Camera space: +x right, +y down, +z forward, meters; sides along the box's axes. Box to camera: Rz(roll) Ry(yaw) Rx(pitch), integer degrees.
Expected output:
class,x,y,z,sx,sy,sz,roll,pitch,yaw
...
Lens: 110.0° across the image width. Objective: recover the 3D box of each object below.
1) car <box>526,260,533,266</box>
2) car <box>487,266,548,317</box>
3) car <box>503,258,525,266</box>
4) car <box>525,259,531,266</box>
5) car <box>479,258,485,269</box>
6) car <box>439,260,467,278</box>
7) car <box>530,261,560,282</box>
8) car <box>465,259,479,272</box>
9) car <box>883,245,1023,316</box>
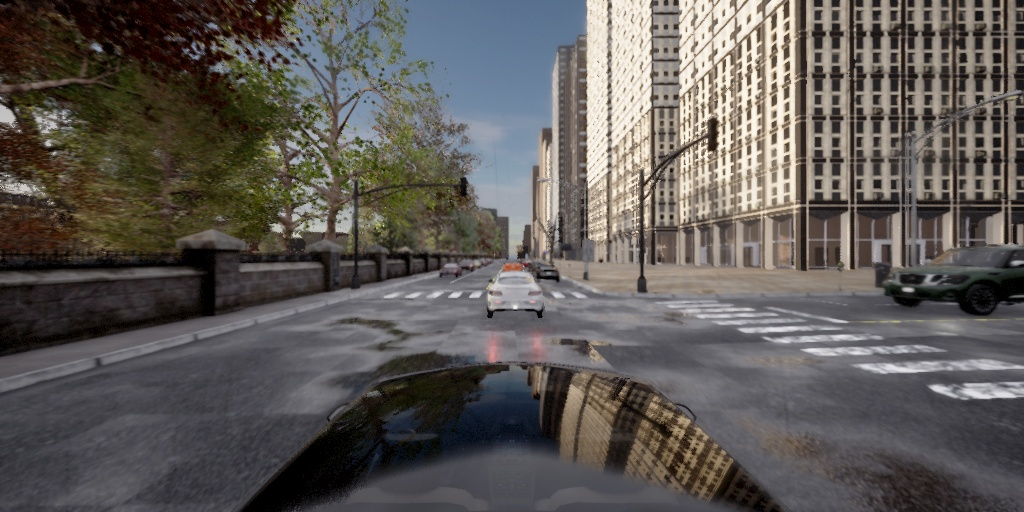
class,x,y,z,sx,sy,sz,roll,pitch,yaw
car,2.679,1.290,33.816,1.948,1.339,4.313,0,0,0
car,0.097,1.265,12.954,1.812,1.442,4.674,0,0,0
car,0.090,1.073,39.530,2.097,1.767,4.553,0,0,0
car,2.678,1.287,39.449,1.948,1.339,4.313,0,0,0
car,-5.707,1.244,56.174,1.751,1.417,4.829,0,0,0
car,-5.701,1.307,33.814,1.802,1.307,4.207,0,0,0
car,2.680,1.293,28.184,1.948,1.339,4.313,0,0,0
car,-5.704,1.160,45.079,1.967,1.591,4.097,0,0,0
car,15.335,0.681,11.402,5.566,2.045,2.150,-1,0,0
